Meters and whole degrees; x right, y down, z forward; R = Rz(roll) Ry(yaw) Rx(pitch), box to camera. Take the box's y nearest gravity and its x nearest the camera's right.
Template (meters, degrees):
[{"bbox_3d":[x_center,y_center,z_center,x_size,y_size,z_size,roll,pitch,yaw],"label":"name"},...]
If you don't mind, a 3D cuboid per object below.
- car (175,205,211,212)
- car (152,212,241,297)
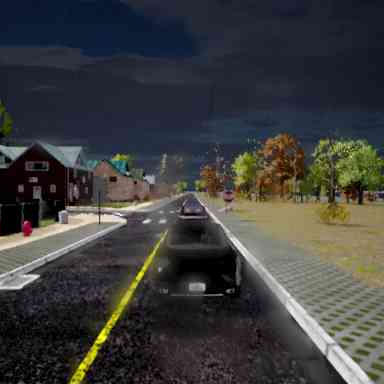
[{"bbox_3d":[0.066,1.485,19.431,2.128,1.511,4.902,0,0,0],"label":"car"},{"bbox_3d":[0.086,1.501,8.536,1.837,1.490,4.892,0,0,0],"label":"car"}]
